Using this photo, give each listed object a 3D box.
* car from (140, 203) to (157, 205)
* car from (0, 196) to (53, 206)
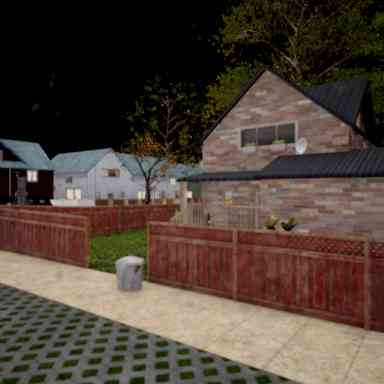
[{"bbox_3d":[-4.718,1.790,34.071,1.895,1.301,4.718,0,0,37],"label":"car"},{"bbox_3d":[-12.603,1.283,23.501,2.150,2.045,5.566,0,0,36],"label":"car"}]
